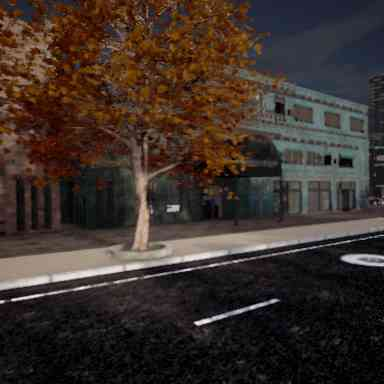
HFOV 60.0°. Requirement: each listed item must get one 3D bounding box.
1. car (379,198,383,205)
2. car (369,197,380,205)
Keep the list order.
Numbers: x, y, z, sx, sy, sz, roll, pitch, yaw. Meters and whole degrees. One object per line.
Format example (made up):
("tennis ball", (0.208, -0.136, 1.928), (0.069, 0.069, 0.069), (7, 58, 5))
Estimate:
("car", (28.637, 1.568, 45.409), (1.947, 1.339, 4.313), (-2, 0, -36))
("car", (30.535, 1.524, 57.168), (2.008, 1.369, 4.403), (-2, 0, -36))
